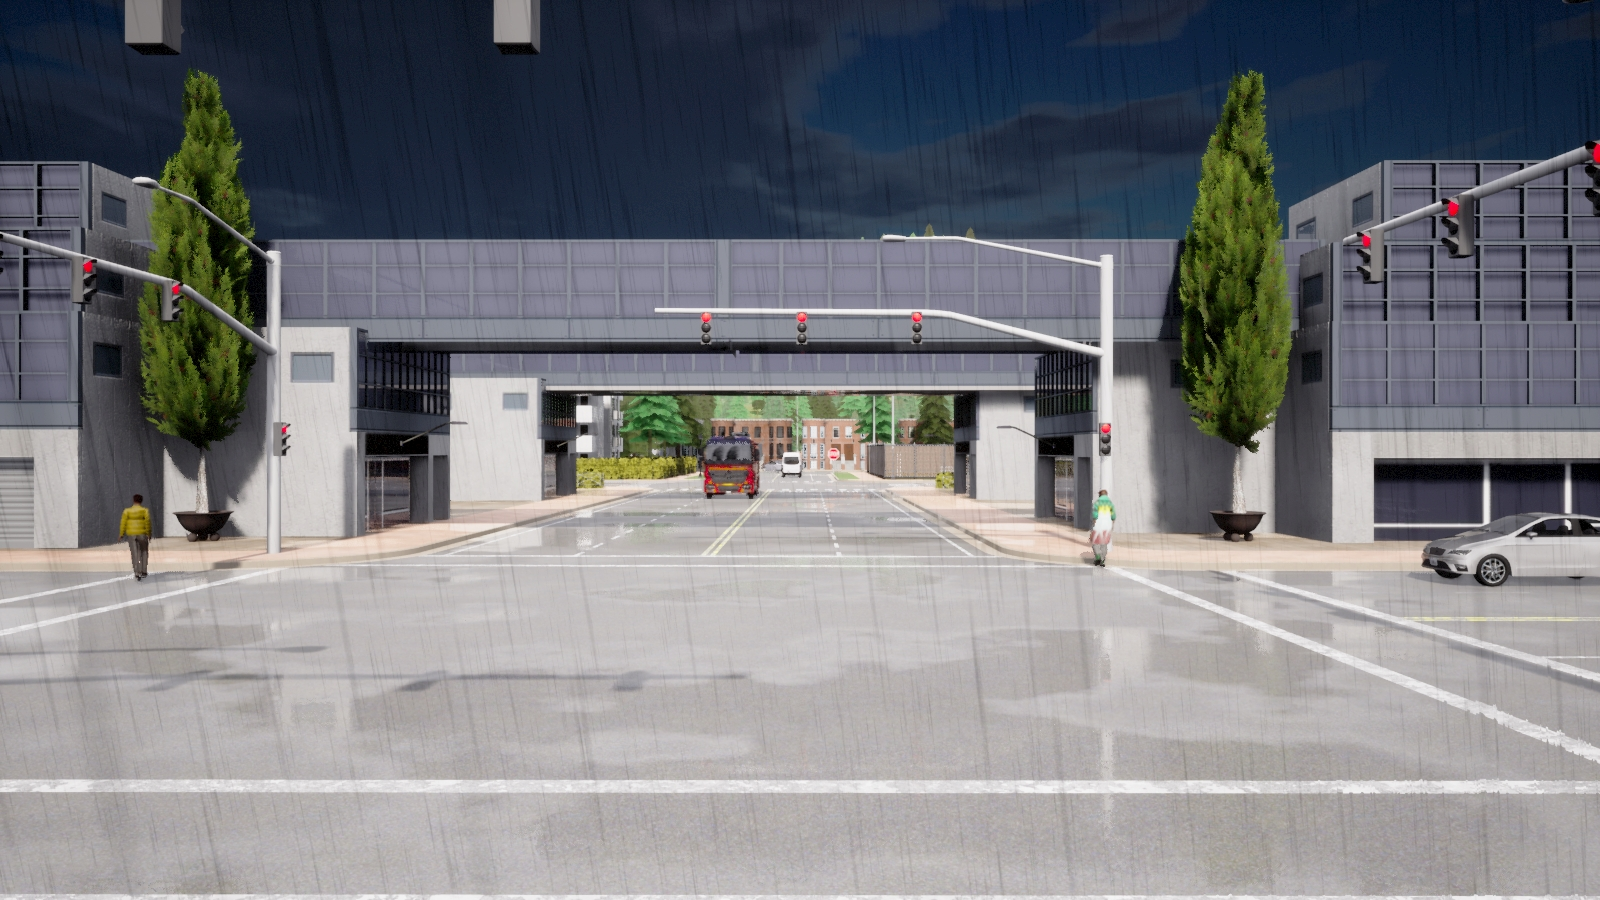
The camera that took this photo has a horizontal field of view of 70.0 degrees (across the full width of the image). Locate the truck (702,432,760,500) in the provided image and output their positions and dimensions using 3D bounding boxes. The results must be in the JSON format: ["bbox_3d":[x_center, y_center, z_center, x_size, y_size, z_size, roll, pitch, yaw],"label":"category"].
[{"bbox_3d":[-3.986,0.890,67.716,2.891,3.827,8.468,0,0,0],"label":"truck"}]

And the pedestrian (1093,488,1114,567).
[{"bbox_3d":[7.277,1.848,27.400,0.375,1.860,0.375,0,0,-2],"label":"pedestrian"}]

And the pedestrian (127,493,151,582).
[{"bbox_3d":[-14.085,1.848,24.338,0.375,1.860,0.375,0,0,-19],"label":"pedestrian"}]

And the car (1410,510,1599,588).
[{"bbox_3d":[15.490,2.066,24.189,4.193,1.474,1.816,0,0,0],"label":"car"}]
